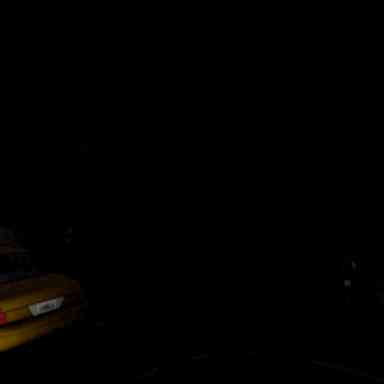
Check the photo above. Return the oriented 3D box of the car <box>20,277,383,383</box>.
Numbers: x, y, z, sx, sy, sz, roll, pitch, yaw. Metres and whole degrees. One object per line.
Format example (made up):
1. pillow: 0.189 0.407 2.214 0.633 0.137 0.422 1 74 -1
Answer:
1. car: 0.814 1.561 2.498 4.313 1.339 1.947 0 0 35

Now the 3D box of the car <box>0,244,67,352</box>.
1. car: -3.824 1.483 5.799 4.829 1.417 1.752 0 0 35
